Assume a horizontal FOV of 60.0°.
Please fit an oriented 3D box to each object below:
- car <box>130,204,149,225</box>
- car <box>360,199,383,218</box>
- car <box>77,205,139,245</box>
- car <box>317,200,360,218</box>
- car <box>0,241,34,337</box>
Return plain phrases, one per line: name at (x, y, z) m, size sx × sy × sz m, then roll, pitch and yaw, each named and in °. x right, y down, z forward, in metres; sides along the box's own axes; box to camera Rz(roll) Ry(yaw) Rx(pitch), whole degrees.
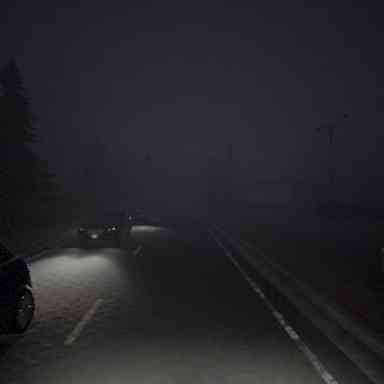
car at (-4.374, 1.678, 25.771) m, size 1.812 × 1.442 × 4.674 m, roll 0°, pitch 0°, yaw -2°
car at (16.293, 1.508, 30.965) m, size 2.152 × 1.636 × 5.027 m, roll 0°, pitch 0°, yaw -2°
car at (-4.123, 1.588, 16.255) m, size 2.128 × 1.511 × 4.902 m, roll 0°, pitch 0°, yaw -2°
car at (13.159, 1.517, 30.830) m, size 2.007 × 1.523 × 4.514 m, roll 0°, pitch 0°, yaw -2°
car at (-3.687, 1.376, 3.770) m, size 2.097 × 1.767 × 4.553 m, roll 0°, pitch 0°, yaw -2°
